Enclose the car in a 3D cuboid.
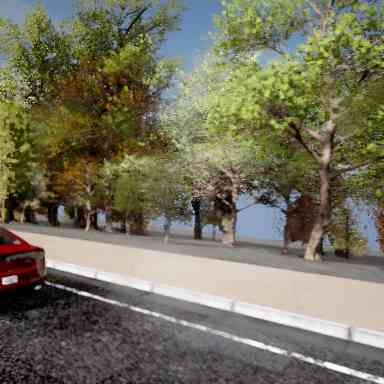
[{"bbox_3d":[-5.300,1.423,7.438,5.008,1.535,1.882,0,0,35],"label":"car"}]
